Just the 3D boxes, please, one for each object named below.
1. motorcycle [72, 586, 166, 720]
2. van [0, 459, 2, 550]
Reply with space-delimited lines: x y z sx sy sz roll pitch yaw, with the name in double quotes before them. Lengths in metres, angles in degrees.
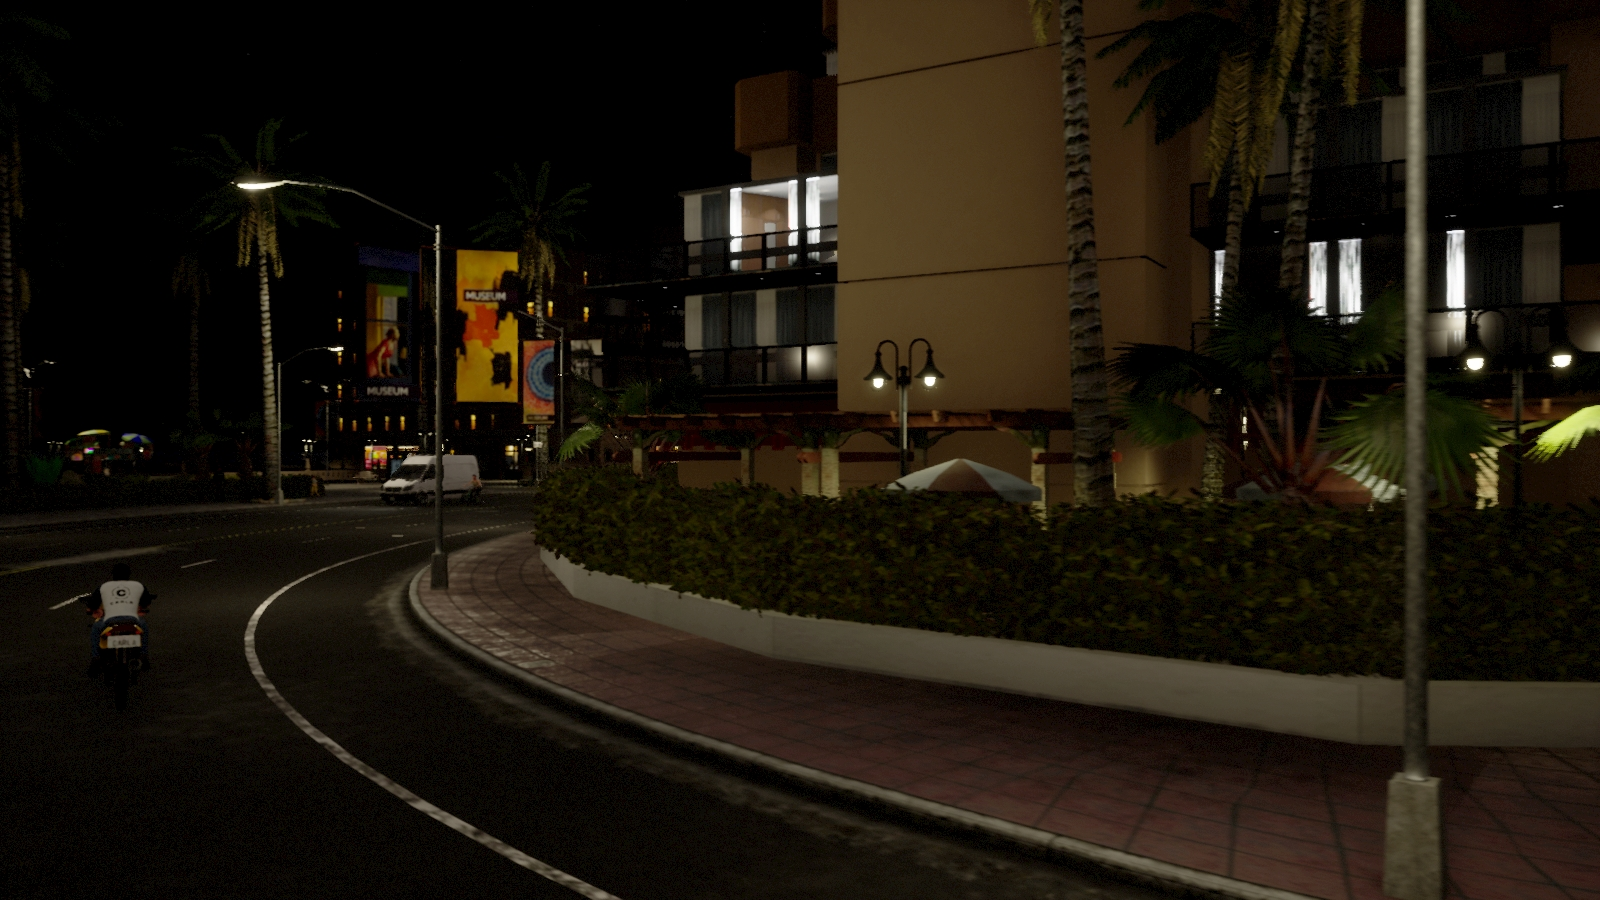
"motorcycle" -7.686 2.215 12.849 0.803 1.145 2.033 2 -1 -33
"van" -23.469 1.537 29.431 1.988 2.561 5.915 0 0 -3
